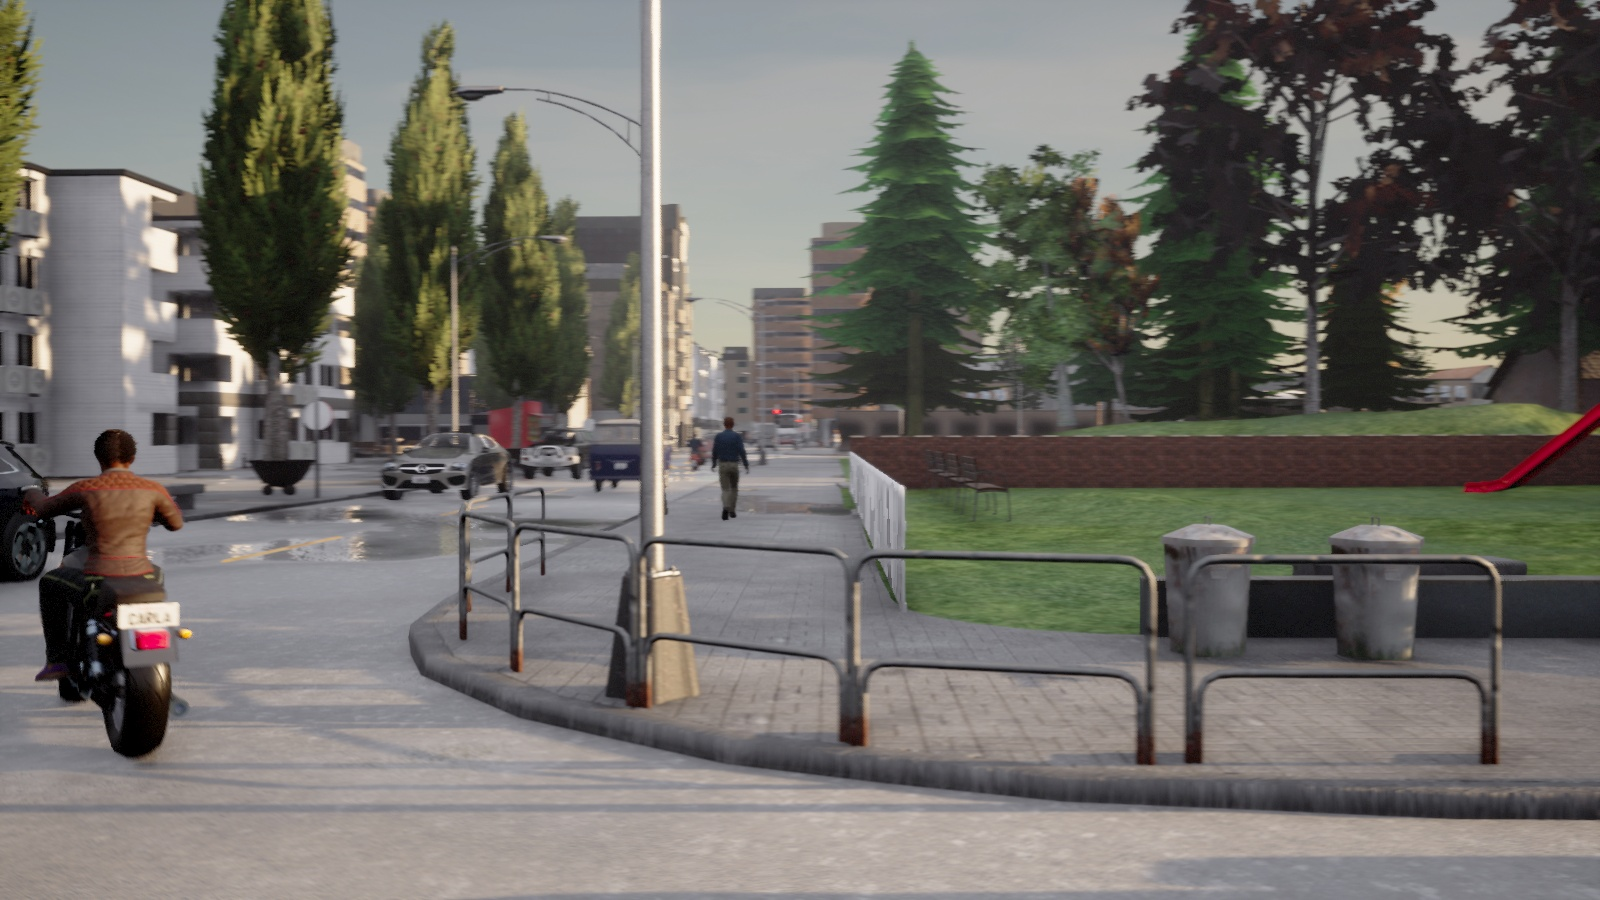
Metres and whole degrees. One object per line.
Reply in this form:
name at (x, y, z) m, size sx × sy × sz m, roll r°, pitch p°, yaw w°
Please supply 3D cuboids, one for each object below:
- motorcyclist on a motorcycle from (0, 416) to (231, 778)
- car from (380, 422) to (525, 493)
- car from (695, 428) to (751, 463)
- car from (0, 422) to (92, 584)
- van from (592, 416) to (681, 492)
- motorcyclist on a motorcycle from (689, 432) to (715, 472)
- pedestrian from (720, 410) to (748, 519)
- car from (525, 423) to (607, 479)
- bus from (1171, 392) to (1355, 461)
motorcyclist on a motorcycle at (-3.848, 0.667, 6.887) m, size 0.766 × 1.649 × 2.350 m, roll 2°, pitch 0°, yaw -38°
car at (-8.638, 0.138, 31.723) m, size 2.152 × 1.651 × 5.027 m, roll 0°, pitch 1°, yaw 2°
car at (-3.723, -0.235, 61.572) m, size 2.152 × 1.651 × 5.027 m, roll 0°, pitch 1°, yaw 3°
car at (-9.209, 0.550, 12.054) m, size 2.033 × 1.649 × 4.856 m, roll 0°, pitch 1°, yaw 1°
van at (-4.521, 0.085, 35.311) m, size 1.775 × 1.987 × 4.442 m, roll 0°, pitch 1°, yaw 2°
motorcyclist on a motorcycle at (-4.016, 0.074, 51.389) m, size 0.866 × 1.590 × 1.817 m, roll 0°, pitch 1°, yaw 2°
pedestrian at (-1.127, 0.244, 21.493) m, size 0.370 × 1.835 × 0.726 m, roll 0°, pitch 1°, yaw 5°
car at (-8.233, 0.007, 44.545) m, size 1.932 × 1.855 × 4.605 m, roll 0°, pitch 1°, yaw 2°
bus at (29.480, -1.473, 80.320) m, size 10.273 × 4.253 × 3.944 m, roll 0°, pitch 1°, yaw 0°
